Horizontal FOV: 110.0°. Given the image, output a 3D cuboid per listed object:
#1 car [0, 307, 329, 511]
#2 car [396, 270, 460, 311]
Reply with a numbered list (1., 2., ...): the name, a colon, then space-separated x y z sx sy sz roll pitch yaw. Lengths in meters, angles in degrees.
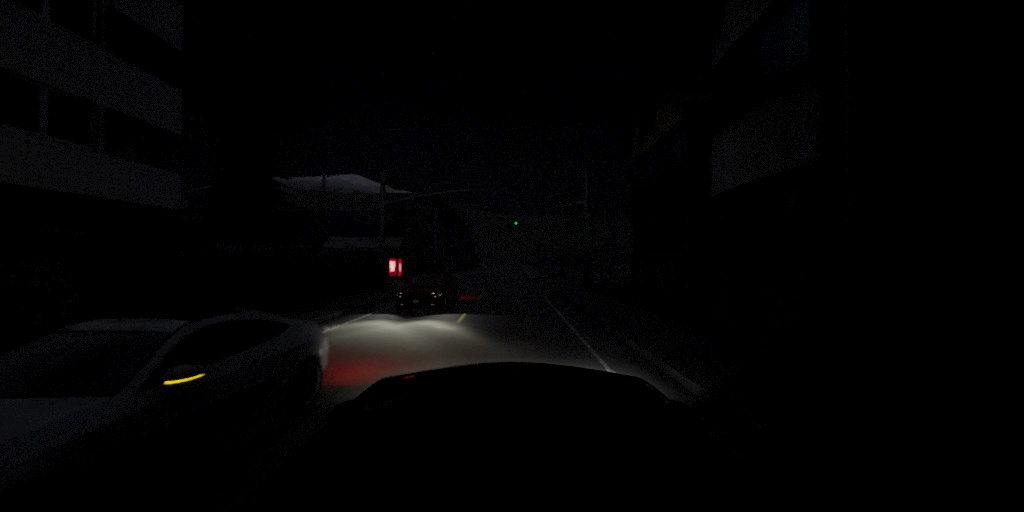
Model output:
1. car: -3.587 1.299 3.490 1.812 1.442 4.674 0 -1 0
2. car: -3.514 1.411 15.667 1.882 1.535 5.008 0 0 0
